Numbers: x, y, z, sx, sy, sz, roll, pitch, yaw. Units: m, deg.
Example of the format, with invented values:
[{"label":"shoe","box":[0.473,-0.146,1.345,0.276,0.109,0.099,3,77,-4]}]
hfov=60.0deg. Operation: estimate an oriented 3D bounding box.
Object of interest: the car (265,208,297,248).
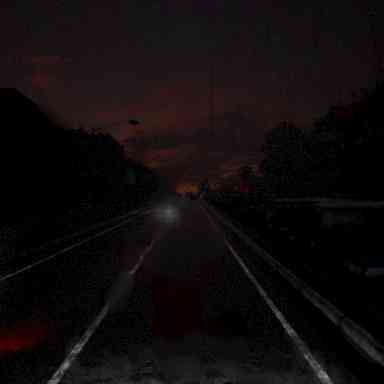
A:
[{"label":"car","box":[5.652,1.520,12.860,5.008,1.535,2.097,0,0,0]}]

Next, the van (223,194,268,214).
[{"label":"van","box":[5.631,1.256,35.295,4.442,1.987,1.878,0,0,0]}]

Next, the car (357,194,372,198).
[{"label":"car","box":[18.654,1.257,30.363,5.566,2.045,2.435,0,0,0]}]

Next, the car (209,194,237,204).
[{"label":"car","box":[5.340,1.238,57.720,4.553,1.767,2.185,0,0,0]}]

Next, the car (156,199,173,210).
[{"label":"car","box":[-3.554,1.560,42.961,1.895,1.301,4.718,0,0,0]}]

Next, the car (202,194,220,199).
[{"label":"car","box":[5.152,1.206,91.352,4.892,1.521,2.231,0,0,0]}]

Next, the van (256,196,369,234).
[{"label":"van","box":[5.523,1.300,15.667,4.442,1.987,1.878,0,0,0]}]

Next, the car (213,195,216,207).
[{"label":"car","box":[5.472,1.453,40.902,4.892,1.521,2.231,0,0,0]}]

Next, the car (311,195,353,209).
[{"label":"car","box":[18.568,1.310,44.243,4.553,1.767,2.185,0,0,0]}]

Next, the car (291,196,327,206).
[{"label":"car","box":[18.490,1.393,52.570,4.892,1.521,2.231,0,0,0]}]

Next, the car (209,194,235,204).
[{"label":"car","box":[5.385,1.224,60.524,4.553,1.767,2.185,0,0,0]}]

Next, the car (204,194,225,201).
[{"label":"car","box":[5.275,1.291,77.344,4.792,1.488,2.163,0,0,0]}]

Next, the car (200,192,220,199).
[{"label":"car","box":[5.167,0.948,94.159,5.566,2.045,2.435,0,0,0]}]

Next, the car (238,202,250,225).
[{"label":"car","box":[5.633,1.560,21.272,4.792,1.488,2.163,0,0,0]}]

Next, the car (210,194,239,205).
[{"label":"car","box":[5.358,1.253,54.917,4.553,1.767,2.185,0,0,0]}]

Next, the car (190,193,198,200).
[{"label":"car","box":[0.525,1.093,90.035,2.097,1.767,4.553,0,0,0]}]

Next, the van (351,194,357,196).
[{"label":"van","box":[18.725,1.268,33.140,4.442,1.987,1.878,0,0,0]}]

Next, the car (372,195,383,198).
[{"label":"car","box":[18.615,1.267,27.586,5.566,2.045,2.435,0,0,0]}]

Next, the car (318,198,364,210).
[{"label":"car","box":[18.526,1.480,41.466,4.792,1.488,2.163,0,0,0]}]

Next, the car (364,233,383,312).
[{"label":"car","box":[5.526,1.495,4.450,5.366,1.575,1.946,0,0,0]}]

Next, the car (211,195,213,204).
[{"label":"car","box":[5.440,1.463,46.509,4.674,1.452,2.002,0,0,0]}]

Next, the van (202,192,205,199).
[{"label":"van","box":[5.147,1.050,74.538,4.442,1.987,1.878,0,0,0]}]

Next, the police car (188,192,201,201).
[{"label":"police car","box":[0.574,1.203,80.155,1.930,1.638,5.238,0,0,0]}]

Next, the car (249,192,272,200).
[{"label":"car","box":[18.225,0.962,88.808,5.566,2.045,2.435,0,0,0]}]

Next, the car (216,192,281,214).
[{"label":"car","box":[5.504,1.245,32.490,5.566,2.045,2.435,0,0,0]}]

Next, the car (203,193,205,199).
[{"label":"car","box":[5.312,1.320,66.131,5.008,1.535,2.097,0,0,0]}]

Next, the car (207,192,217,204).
[{"label":"car","box":[5.396,1.157,49.310,5.566,2.045,2.435,0,0,0]}]

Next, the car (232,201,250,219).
[{"label":"car","box":[5.583,1.566,24.080,4.674,1.452,2.002,0,0,0]}]

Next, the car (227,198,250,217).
[{"label":"car","box":[5.574,1.520,26.883,4.892,1.521,2.231,0,0,0]}]

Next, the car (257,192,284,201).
[{"label":"car","box":[18.295,1.009,77.791,5.566,2.045,2.435,0,0,0]}]

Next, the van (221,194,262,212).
[{"label":"van","box":[5.613,1.241,38.098,4.442,1.987,1.878,0,0,0]}]

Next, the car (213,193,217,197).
[{"label":"car","box":[5.492,1.312,43.705,4.553,1.767,2.185,0,0,0]}]

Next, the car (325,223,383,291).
[{"label":"car","box":[5.696,1.545,7.254,4.674,1.452,2.002,0,0,0]}]

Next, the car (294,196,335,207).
[{"label":"car","box":[18.317,1.404,49.792,5.366,1.575,1.946,0,0,0]}]

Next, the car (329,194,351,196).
[{"label":"car","box":[18.601,1.214,38.689,5.566,2.045,2.435,0,0,0]}]

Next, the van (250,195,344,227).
[{"label":"van","box":[5.738,1.303,18.470,4.442,1.987,1.878,0,0,0]}]

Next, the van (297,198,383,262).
[{"label":"van","box":[5.792,1.287,10.058,4.442,1.987,1.878,0,0,0]}]

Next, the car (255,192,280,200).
[{"label":"car","box":[18.277,0.995,80.452,5.566,2.045,2.435,0,0,0]}]

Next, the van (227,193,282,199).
[{"label":"van","box":[5.667,1.285,29.691,4.442,1.987,1.878,0,0,0]}]
